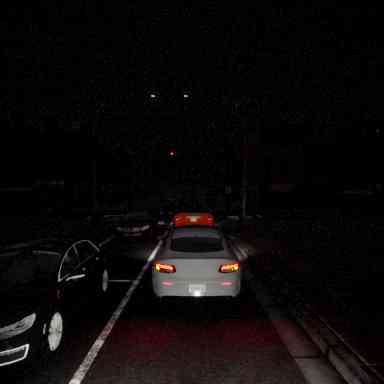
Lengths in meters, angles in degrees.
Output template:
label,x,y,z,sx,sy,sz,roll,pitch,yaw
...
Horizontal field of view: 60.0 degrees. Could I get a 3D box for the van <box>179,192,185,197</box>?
label,x,y,z,sx,sy,sz,roll,pitch,yaw
van,-2.748,1.359,65.658,1.690,1.788,3.998,-1,0,0

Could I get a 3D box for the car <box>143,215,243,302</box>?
label,x,y,z,sx,sy,sz,roll,pitch,yaw
car,0.090,1.523,8.123,1.812,1.442,4.674,0,0,0

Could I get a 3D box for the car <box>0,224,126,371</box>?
label,x,y,z,sx,sy,sz,roll,pitch,yaw
car,-2.666,1.548,5.830,2.008,1.369,4.403,-2,0,0

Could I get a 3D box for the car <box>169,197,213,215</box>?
label,x,y,z,sx,sy,sz,roll,pitch,yaw
car,0.076,1.353,18.086,2.097,1.767,4.553,0,0,0

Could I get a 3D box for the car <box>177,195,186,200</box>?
label,x,y,z,sx,sy,sz,roll,pitch,yaw
car,-2.768,1.429,87.822,2.008,1.369,4.403,-1,0,0

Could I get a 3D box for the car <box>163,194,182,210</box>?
label,x,y,z,sx,sy,sz,roll,pitch,yaw
car,-2.721,1.483,43.502,1.967,1.590,4.097,-2,0,0

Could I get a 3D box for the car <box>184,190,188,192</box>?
label,x,y,z,sx,sy,sz,roll,pitch,yaw
car,-2.777,1.131,93.371,2.192,1.841,5.009,-1,1,0

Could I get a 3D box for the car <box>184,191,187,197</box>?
label,x,y,z,sx,sy,sz,roll,pitch,yaw
car,-2.755,1.307,71.201,2.192,1.841,5.009,-1,0,0

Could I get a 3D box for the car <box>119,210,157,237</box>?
label,x,y,z,sx,sy,sz,roll,pitch,yaw
car,-2.680,1.582,16.724,1.802,1.307,4.206,-2,0,0
